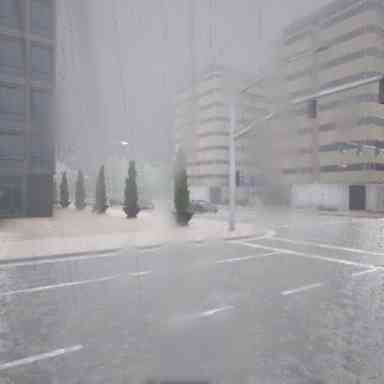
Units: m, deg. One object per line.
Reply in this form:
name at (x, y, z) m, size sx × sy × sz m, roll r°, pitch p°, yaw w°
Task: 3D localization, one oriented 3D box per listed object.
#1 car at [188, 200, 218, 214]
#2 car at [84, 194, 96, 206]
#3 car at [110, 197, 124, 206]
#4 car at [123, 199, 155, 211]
car at (1.012, 1.677, 37.495) m, size 1.812 × 1.442 × 4.674 m, roll 0°, pitch 0°, yaw -35°
car at (-17.598, 1.409, 58.209) m, size 2.150 × 2.045 × 5.566 m, roll 0°, pitch 0°, yaw -35°
car at (-12.469, 1.658, 56.905) m, size 1.837 × 1.490 × 4.892 m, roll 0°, pitch -1°, yaw -34°
car at (-6.398, 1.619, 41.998) m, size 2.128 × 1.511 × 4.902 m, roll 0°, pitch 0°, yaw -35°
